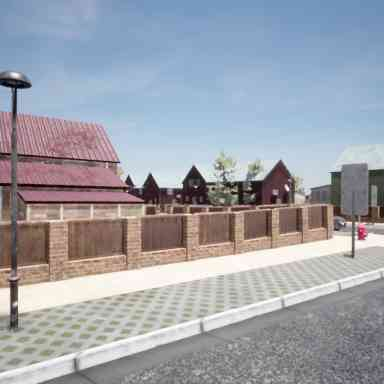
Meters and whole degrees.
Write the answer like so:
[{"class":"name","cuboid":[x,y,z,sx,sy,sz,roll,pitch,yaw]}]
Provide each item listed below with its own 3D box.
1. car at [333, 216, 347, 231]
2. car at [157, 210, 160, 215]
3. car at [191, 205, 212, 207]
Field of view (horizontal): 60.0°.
[{"class":"car","cuboid":[7.978,1.827,22.632,1.837,1.490,4.892,1,-2,-35]},{"class":"car","cuboid":[-5.771,2.455,41.764,1.882,1.535,5.008,1,-2,-35]},{"class":"car","cuboid":[1.311,1.992,31.923,2.097,1.767,4.553,1,-2,-36]}]
